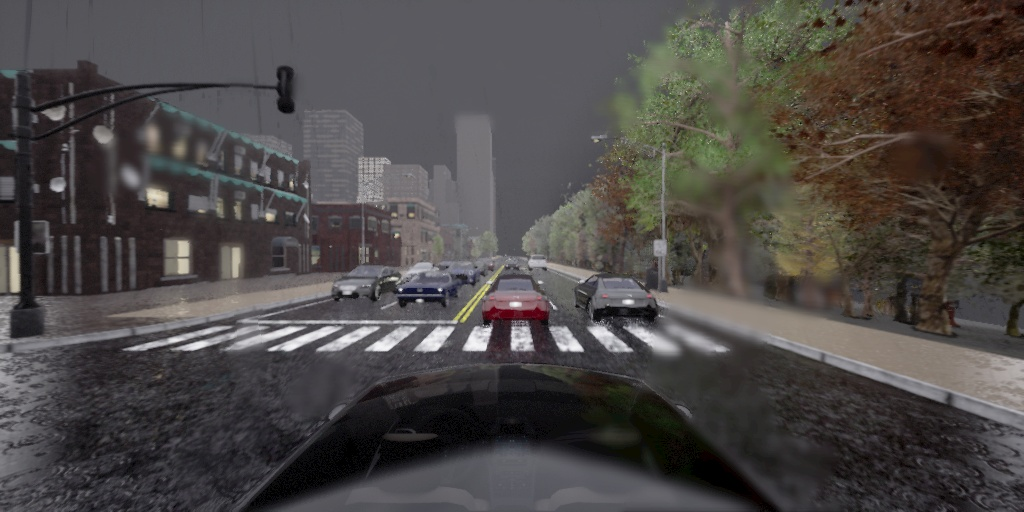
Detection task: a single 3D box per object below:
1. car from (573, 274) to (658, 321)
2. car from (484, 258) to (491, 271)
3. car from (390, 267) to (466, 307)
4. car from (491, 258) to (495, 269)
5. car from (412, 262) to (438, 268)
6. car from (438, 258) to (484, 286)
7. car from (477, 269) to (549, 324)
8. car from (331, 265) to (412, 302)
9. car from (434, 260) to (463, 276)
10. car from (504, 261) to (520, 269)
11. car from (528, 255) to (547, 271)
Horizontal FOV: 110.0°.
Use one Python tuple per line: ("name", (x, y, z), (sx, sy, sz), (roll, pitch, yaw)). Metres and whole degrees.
("car", (3.351, 1.287, 12.330), (1.994, 1.385, 4.181), (0, 0, 0))
("car", (-3.326, 1.171, 34.314), (1.837, 1.490, 4.892), (0, 0, 0))
("car", (-3.350, 1.316, 15.260), (1.895, 1.301, 4.718), (0, 0, 0))
("car", (-3.249, 0.991, 44.532), (2.097, 1.767, 4.553), (0, 0, 0))
("car", (-6.593, 1.210, 27.015), (1.812, 1.442, 4.674), (0, 0, 0))
("car", (-3.345, 1.044, 24.333), (2.097, 1.767, 4.553), (0, 0, 0))
("car", (0.101, 1.288, 11.833), (1.994, 1.385, 4.181), (0, 0, 0))
("car", (-6.597, 1.202, 16.840), (2.128, 1.511, 4.902), (0, 0, 0))
("car", (-6.558, 1.205, 37.413), (2.033, 1.411, 5.357), (0, 0, 0))
("car", (-0.002, 1.236, 46.389), (1.895, 1.301, 4.718), (0, 0, 0))
("car", (3.249, 0.858, 45.971), (2.150, 2.045, 5.566), (0, 0, 0))
